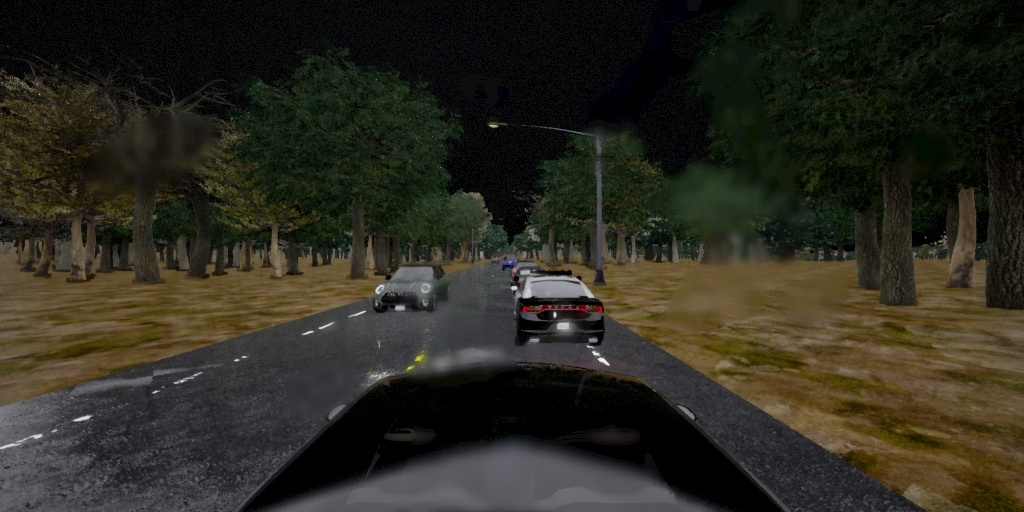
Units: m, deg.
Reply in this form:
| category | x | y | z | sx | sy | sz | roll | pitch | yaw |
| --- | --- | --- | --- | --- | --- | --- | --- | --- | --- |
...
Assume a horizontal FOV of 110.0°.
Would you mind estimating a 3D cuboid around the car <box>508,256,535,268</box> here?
| category | x | y | z | sx | sy | sz | roll | pitch | yaw |
| --- | --- | --- | --- | --- | --- | --- | --- | --- | --- |
| car | 0.934 | 1.101 | 25.439 | 2.097 | 1.767 | 4.553 | 0 | 0 | 0 |

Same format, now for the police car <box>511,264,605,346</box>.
| category | x | y | z | sx | sy | sz | roll | pitch | yaw |
| --- | --- | --- | --- | --- | --- | --- | --- | --- | --- |
| police car | 1.013 | 1.178 | 9.575 | 1.930 | 1.638 | 5.238 | 0 | 0 | 0 |

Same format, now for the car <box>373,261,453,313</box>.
| category | x | y | z | sx | sy | sz | roll | pitch | yaw |
| --- | --- | --- | --- | --- | --- | --- | --- | --- | --- |
| car | -3.658 | 1.105 | 13.921 | 2.097 | 1.767 | 4.553 | 0 | 0 | 0 |

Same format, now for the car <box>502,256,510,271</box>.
| category | x | y | z | sx | sy | sz | roll | pitch | yaw |
| --- | --- | --- | --- | --- | --- | --- | --- | --- | --- |
| car | -0.206 | 0.952 | 49.465 | 2.150 | 2.045 | 5.566 | 0 | 0 | 0 |

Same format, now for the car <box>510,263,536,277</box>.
| category | x | y | z | sx | sy | sz | roll | pitch | yaw |
| --- | --- | --- | --- | --- | --- | --- | --- | --- | --- |
| car | 0.965 | 1.279 | 19.468 | 1.812 | 1.442 | 4.674 | 0 | 0 | 0 |
